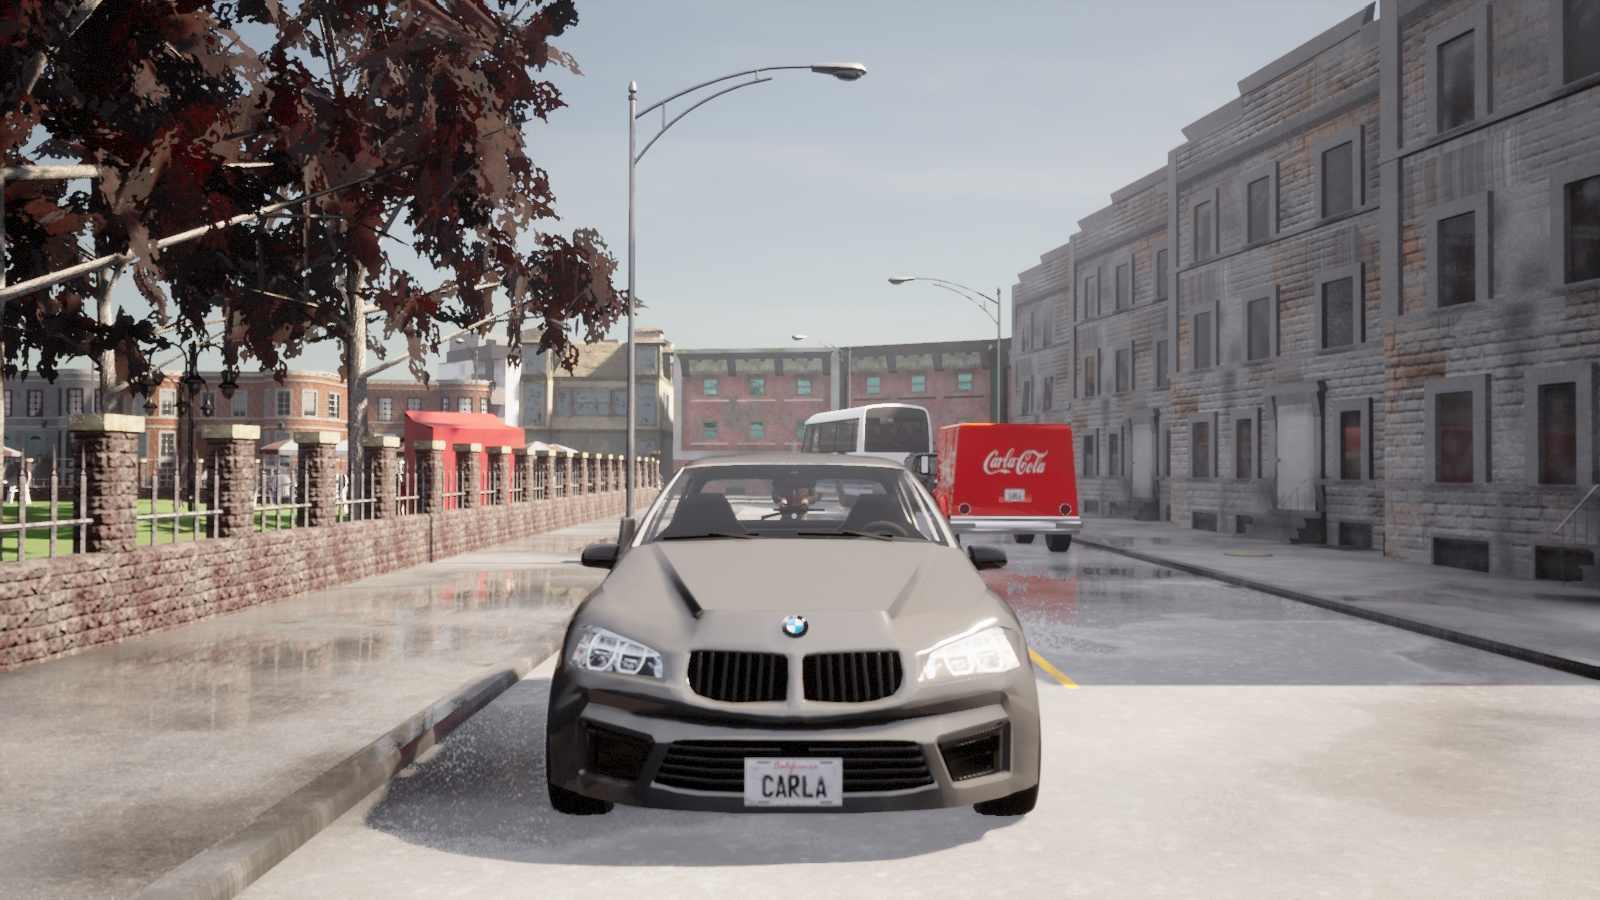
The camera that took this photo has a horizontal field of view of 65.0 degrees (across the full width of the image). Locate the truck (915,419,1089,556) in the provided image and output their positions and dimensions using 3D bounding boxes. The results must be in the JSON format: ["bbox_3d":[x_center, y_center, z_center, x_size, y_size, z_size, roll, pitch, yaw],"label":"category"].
[{"bbox_3d":[3.889,0.702,25.278,2.627,2.467,5.204,0,-1,0],"label":"truck"}]

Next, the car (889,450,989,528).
[{"bbox_3d":[3.842,1.063,35.635,2.150,2.045,5.566,0,-1,-1],"label":"car"}]

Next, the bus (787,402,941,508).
[{"bbox_3d":[2.564,0.287,56.009,3.944,4.253,10.273,0,-1,-15],"label":"bus"}]

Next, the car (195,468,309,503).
[{"bbox_3d":[-26.871,1.711,61.664,4.611,1.667,2.242,0,-1,0],"label":"car"}]

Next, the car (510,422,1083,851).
[{"bbox_3d":[-0.030,0.769,7.234,2.242,1.667,4.611,0,-1,0],"label":"car"}]
